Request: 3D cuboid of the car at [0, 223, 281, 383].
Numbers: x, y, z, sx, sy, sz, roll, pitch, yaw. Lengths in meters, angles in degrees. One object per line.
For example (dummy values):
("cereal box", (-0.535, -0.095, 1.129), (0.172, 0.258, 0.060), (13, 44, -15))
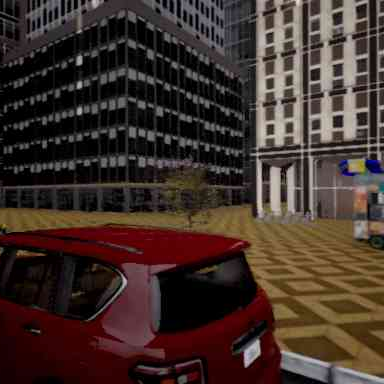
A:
("car", (-1.485, 1.315, 3.940), (5.009, 1.841, 2.192), (0, 0, 36))
